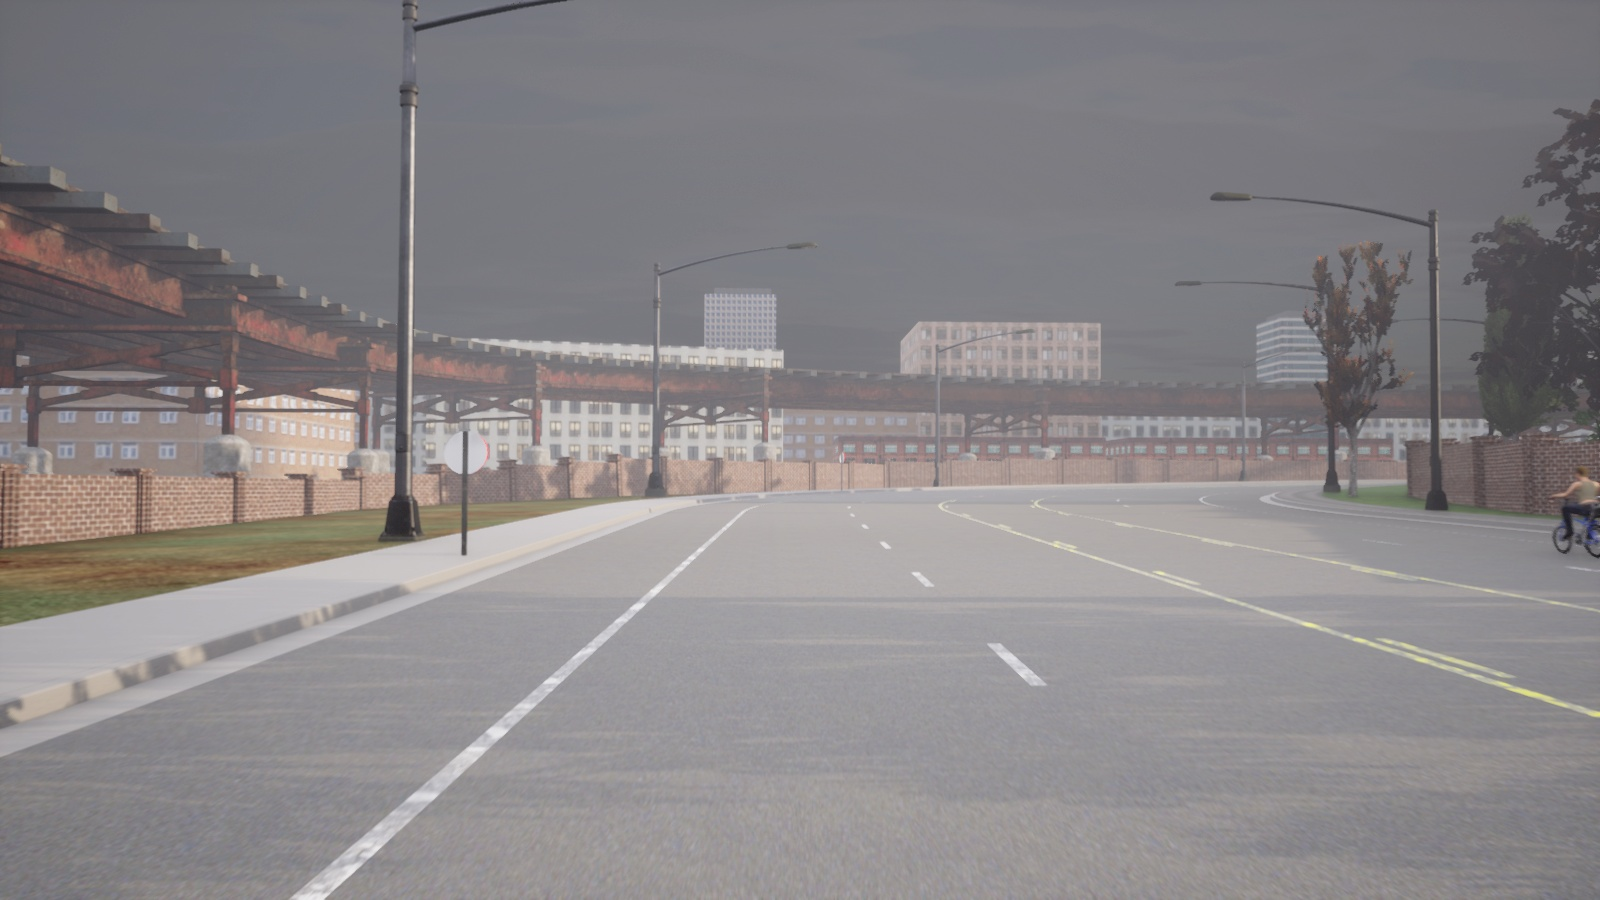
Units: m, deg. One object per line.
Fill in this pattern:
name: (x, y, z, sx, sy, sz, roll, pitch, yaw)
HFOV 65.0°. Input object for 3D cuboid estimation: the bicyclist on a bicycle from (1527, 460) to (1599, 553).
bicyclist on a bicycle: (13.937, 0.981, 22.550, 0.866, 1.612, 1.509, 0, -1, 0)
